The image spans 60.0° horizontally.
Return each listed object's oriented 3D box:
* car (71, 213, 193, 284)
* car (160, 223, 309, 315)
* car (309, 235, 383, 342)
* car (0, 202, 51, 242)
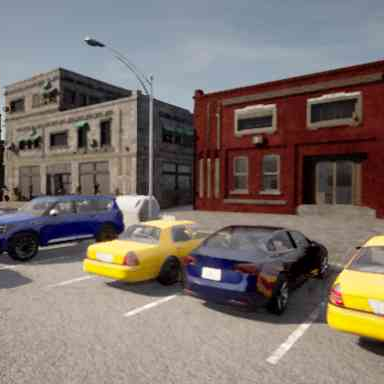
[{"bbox_3d":[-0.461,1.442,9.507,1.946,1.575,5.366,0,0,35],"label":"car"},{"bbox_3d":[1.695,1.490,7.780,2.163,1.488,4.792,0,0,35],"label":"car"},{"bbox_3d":[4.031,1.474,6.308,1.946,1.575,5.366,0,0,35],"label":"car"},{"bbox_3d":[-9.549,1.436,15.754,2.002,1.452,4.674,0,0,35],"label":"car"}]
